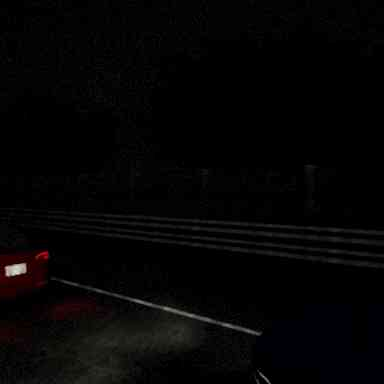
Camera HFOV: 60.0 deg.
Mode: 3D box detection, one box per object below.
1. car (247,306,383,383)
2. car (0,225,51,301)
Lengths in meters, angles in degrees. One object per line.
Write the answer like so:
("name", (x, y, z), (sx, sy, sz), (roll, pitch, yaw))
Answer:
("car", (2.762, 1.481, 2.023), (5.008, 1.535, 1.882), (0, 0, 36))
("car", (-5.170, 1.485, 7.555), (4.792, 1.488, 2.163), (0, 0, 35))
